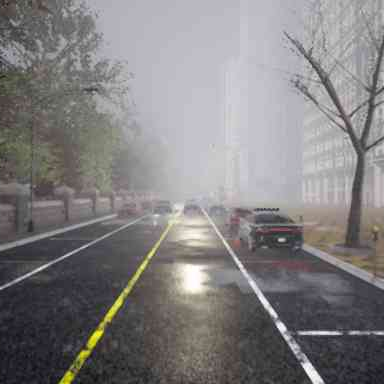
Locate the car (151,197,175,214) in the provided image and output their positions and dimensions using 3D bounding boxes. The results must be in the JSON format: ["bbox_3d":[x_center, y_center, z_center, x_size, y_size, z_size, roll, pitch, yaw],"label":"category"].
[{"bbox_3d":[-3.088,1.609,37.165,1.882,1.535,5.008,0,0,0],"label":"car"}]

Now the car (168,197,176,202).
[{"bbox_3d":[-5.682,1.949,92.789,1.947,1.339,4.313,0,0,0],"label":"car"}]

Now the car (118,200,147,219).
[{"bbox_3d":[-5.688,1.652,30.834,1.887,1.381,4.507,0,0,0],"label":"car"}]

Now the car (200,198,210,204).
[{"bbox_3d":[2.696,1.856,70.259,1.802,1.307,4.206,0,0,0],"label":"car"}]

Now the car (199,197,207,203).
[{"bbox_3d":[2.697,1.910,81.524,1.802,1.307,4.206,0,0,0],"label":"car"}]

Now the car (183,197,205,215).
[{"bbox_3d":[0.059,1.617,36.295,2.128,1.511,4.902,0,-1,1],"label":"car"}]

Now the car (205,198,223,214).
[{"bbox_3d":[2.693,1.679,36.466,2.008,1.369,4.403,0,0,0],"label":"car"}]

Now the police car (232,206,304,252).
[{"bbox_3d":[3.134,1.472,14.197,1.930,1.638,5.238,0,0,0],"label":"police car"}]

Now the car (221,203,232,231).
[{"bbox_3d":[3.150,1.597,21.087,1.812,1.442,4.674,0,0,0],"label":"car"}]

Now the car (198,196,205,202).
[{"bbox_3d":[2.698,1.823,92.789,1.967,1.590,4.097,0,0,0],"label":"car"}]

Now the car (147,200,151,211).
[{"bbox_3d":[-5.687,1.695,42.099,1.887,1.381,4.507,0,0,0],"label":"car"}]

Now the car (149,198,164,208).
[{"bbox_3d":[-5.686,1.742,53.363,1.887,1.381,4.507,0,0,0],"label":"car"}]

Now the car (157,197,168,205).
[{"bbox_3d":[-5.685,1.772,64.458,1.752,1.417,4.829,0,0,0],"label":"car"}]
